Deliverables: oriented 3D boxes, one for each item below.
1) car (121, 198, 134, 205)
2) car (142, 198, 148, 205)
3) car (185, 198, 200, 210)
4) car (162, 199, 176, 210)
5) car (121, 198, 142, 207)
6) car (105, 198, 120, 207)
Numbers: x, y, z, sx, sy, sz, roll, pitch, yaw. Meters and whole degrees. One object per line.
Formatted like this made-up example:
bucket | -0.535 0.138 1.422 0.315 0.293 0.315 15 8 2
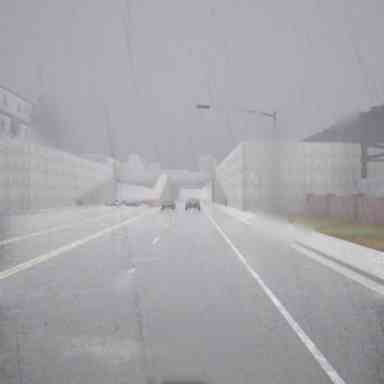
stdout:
car | -13.984 2.043 72.051 1.994 1.385 4.181 0 0 0
car | -10.484 2.014 72.050 1.812 1.442 4.674 0 0 0
car | 0.111 1.684 48.842 2.097 1.767 4.553 0 0 0
car | -3.389 1.827 49.355 2.128 1.511 4.902 0 0 0
car | -10.511 1.875 58.410 1.882 1.535 5.008 0 0 0
car | -14.008 1.892 58.696 2.128 1.511 4.902 0 0 0
